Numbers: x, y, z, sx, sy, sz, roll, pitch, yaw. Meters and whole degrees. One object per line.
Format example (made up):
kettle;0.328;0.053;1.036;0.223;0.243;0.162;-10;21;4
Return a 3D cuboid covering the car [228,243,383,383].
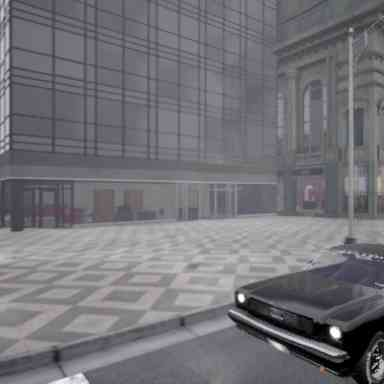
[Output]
car;2.864;1.600;5.416;4.718;1.301;1.895;0;0;-36
